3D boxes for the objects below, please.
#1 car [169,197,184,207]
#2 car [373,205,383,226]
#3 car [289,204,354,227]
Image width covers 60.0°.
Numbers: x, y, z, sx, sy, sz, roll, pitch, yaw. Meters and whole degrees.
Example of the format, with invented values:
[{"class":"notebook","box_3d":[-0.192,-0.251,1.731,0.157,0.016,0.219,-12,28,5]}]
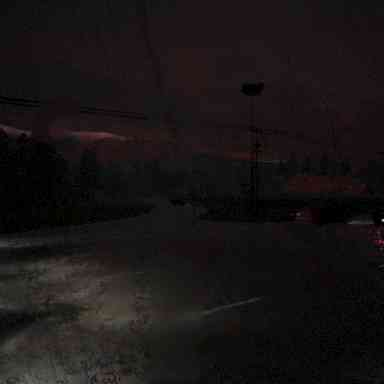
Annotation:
[{"class":"car","box_3d":[-2.515,1.539,53.788,1.837,1.490,4.892,0,0,-11]},{"class":"car","box_3d":[14.052,1.525,22.365,4.892,1.490,1.837,0,0,-35]},{"class":"car","box_3d":[9.026,1.566,23.080,5.357,1.411,2.033,0,0,-35]}]
